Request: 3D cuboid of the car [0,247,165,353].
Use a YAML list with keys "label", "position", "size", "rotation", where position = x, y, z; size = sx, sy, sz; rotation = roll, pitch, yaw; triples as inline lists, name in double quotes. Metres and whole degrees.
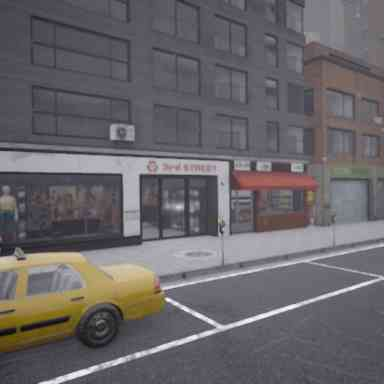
- label: "car"
  position: [-2.736, 1.523, 4.711]
  size: [4.829, 1.417, 1.752]
  rotation: [0, -1, -35]
